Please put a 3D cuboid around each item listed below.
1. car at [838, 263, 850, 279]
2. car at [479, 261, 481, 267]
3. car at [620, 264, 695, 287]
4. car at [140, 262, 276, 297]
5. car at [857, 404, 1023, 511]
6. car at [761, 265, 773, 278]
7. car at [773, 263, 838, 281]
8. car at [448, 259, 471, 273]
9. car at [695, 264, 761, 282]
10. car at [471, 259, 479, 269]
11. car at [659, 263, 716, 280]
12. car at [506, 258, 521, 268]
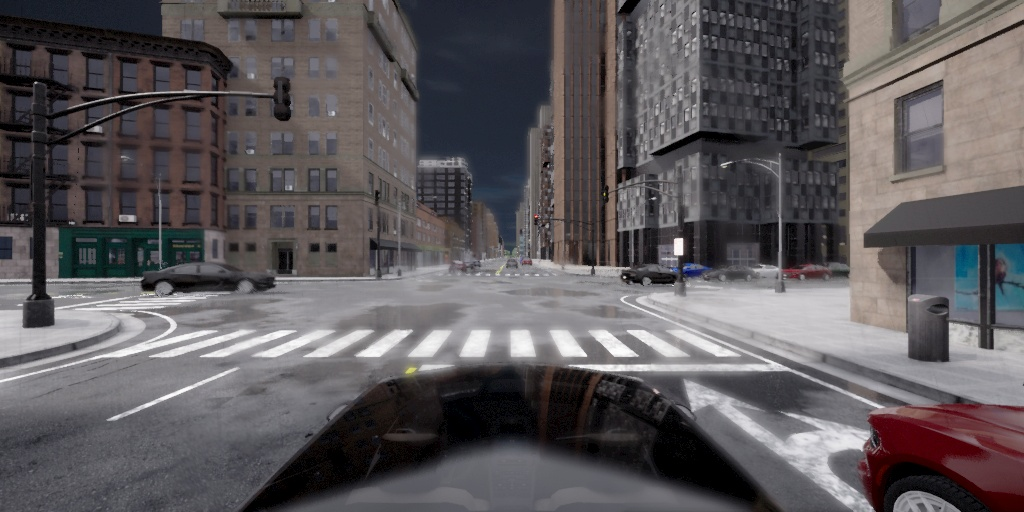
[{"bbox_3d":[35.018,1.572,39.628,4.553,1.767,2.097,1,0,-13],"label":"car"},{"bbox_3d":[-6.673,1.326,64.632,1.994,1.385,4.181,0,0,0],"label":"car"},{"bbox_3d":[10.076,1.350,25.451,5.008,1.535,1.882,1,0,-19],"label":"car"},{"bbox_3d":[-14.157,1.056,17.017,5.008,1.535,1.882,1,0,-18],"label":"car"},{"bbox_3d":[3.353,1.228,0.406,1.882,1.535,5.008,0,0,0],"label":"car"},{"bbox_3d":[26.009,1.640,37.346,4.674,1.442,1.812,1,0,-15],"label":"car"},{"bbox_3d":[28.330,1.594,34.605,5.008,1.535,1.882,1,0,-15],"label":"car"},{"bbox_3d":[-6.672,1.284,44.709,1.812,1.442,4.674,0,0,0],"label":"car"},{"bbox_3d":[19.279,1.515,32.033,4.892,1.490,1.837,1,0,-17],"label":"car"},{"bbox_3d":[-6.683,1.252,54.670,2.128,1.511,4.902,0,0,0],"label":"car"},{"bbox_3d":[17.027,1.487,34.776,5.008,1.535,1.882,1,0,-16],"label":"car"},{"bbox_3d":[-0.004,1.253,60.122,2.128,1.511,4.902,0,0,0],"label":"car"}]
